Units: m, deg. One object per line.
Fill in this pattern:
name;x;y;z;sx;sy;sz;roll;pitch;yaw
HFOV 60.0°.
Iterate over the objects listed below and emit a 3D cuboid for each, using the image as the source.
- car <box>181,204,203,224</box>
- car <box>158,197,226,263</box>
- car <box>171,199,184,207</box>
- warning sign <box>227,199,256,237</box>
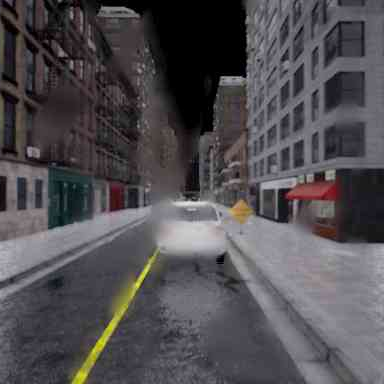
car;0.023;1.809;28.900;1.812;1.442;4.674;0;0;1
car;0.009;1.349;12.581;2.150;2.045;5.566;0;0;0
car;-2.777;2.111;64.553;2.128;1.511;4.902;0;-1;1
warning sign;2.521;1.283;17.025;1.300;1.860;1.060;0;0;0
